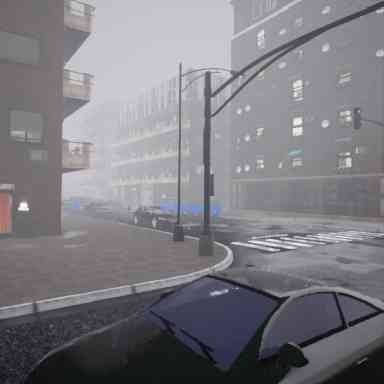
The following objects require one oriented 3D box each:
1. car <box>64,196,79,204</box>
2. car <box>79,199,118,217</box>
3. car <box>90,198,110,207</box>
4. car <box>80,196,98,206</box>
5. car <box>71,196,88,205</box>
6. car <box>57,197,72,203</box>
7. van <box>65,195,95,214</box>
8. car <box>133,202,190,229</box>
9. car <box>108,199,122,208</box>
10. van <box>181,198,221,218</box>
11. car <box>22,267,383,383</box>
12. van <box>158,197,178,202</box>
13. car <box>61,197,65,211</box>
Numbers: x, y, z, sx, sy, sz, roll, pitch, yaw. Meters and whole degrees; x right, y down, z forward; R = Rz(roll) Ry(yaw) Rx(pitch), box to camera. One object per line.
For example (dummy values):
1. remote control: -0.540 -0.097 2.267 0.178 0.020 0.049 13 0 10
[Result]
1. car: -24.477 1.614 67.548 1.967 1.590 4.097 1 -1 -35
2. car: -8.727 1.592 30.839 1.802 1.307 4.206 1 -1 -35
3. car: -14.948 1.730 53.732 1.802 1.307 4.206 1 -1 -35
4. car: -18.124 1.597 58.338 1.967 1.590 4.097 1 -1 -35
5. car: -21.301 1.606 62.943 1.967 1.590 4.097 1 -1 -35
6. car: -27.655 1.727 72.152 1.887 1.381 4.507 1 -1 -35
7. van: -11.902 1.361 35.445 1.690 1.788 3.998 1 -1 -35
8. car: -2.373 1.540 21.629 2.008 1.369 4.403 1 -1 -35
9. car: -11.771 1.683 49.128 1.887 1.381 4.507 1 -1 -35
10. van: 0.938 1.439 30.710 1.690 1.788 3.998 1 -1 -35
11. car: 0.550 1.565 3.339 4.181 1.385 1.994 0 0 -36
12. van: -2.239 1.450 35.315 1.690 1.788 3.998 1 -1 -35
13. car: -15.080 1.581 40.048 2.008 1.369 4.403 1 -1 -35
